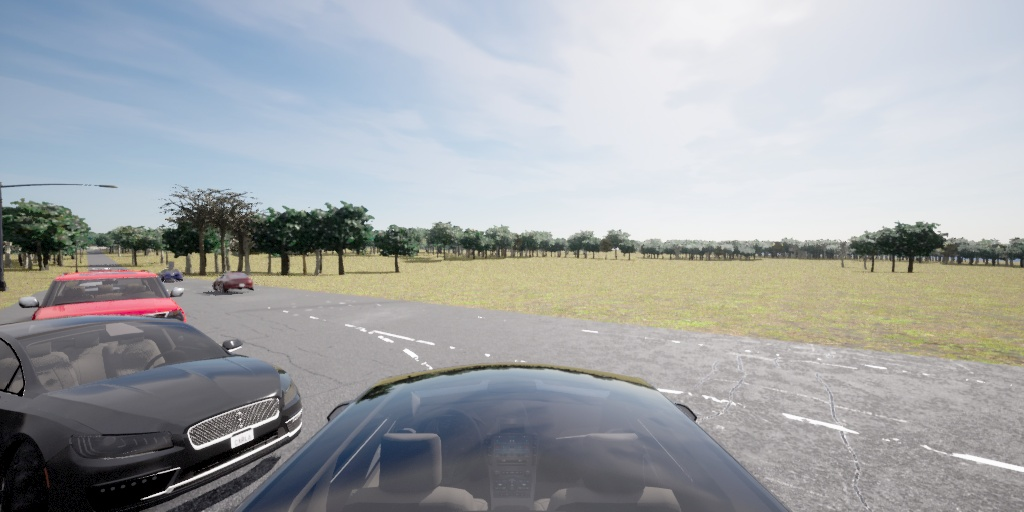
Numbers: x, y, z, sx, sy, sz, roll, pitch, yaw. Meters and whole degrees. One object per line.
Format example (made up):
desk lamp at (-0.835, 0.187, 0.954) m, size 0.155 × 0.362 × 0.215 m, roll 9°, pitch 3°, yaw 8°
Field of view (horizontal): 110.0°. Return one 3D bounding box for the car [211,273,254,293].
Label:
car at (-21.632, 2.033, 27.851) m, size 4.674 × 1.442 × 1.812 m, roll -2°, pitch 0°, yaw 40°

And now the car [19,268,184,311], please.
car at (-9.578, 1.386, 8.536) m, size 5.566 × 2.045 × 2.150 m, roll -2°, pitch 0°, yaw 40°

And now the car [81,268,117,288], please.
car at (-46.265, 2.391, 40.246) m, size 2.150 × 2.045 × 5.566 m, roll -1°, pitch 0°, yaw -44°

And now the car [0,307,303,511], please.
car at (-4.608, 1.445, 3.953) m, size 4.892 × 1.490 × 1.837 m, roll -3°, pitch -3°, yaw 20°
